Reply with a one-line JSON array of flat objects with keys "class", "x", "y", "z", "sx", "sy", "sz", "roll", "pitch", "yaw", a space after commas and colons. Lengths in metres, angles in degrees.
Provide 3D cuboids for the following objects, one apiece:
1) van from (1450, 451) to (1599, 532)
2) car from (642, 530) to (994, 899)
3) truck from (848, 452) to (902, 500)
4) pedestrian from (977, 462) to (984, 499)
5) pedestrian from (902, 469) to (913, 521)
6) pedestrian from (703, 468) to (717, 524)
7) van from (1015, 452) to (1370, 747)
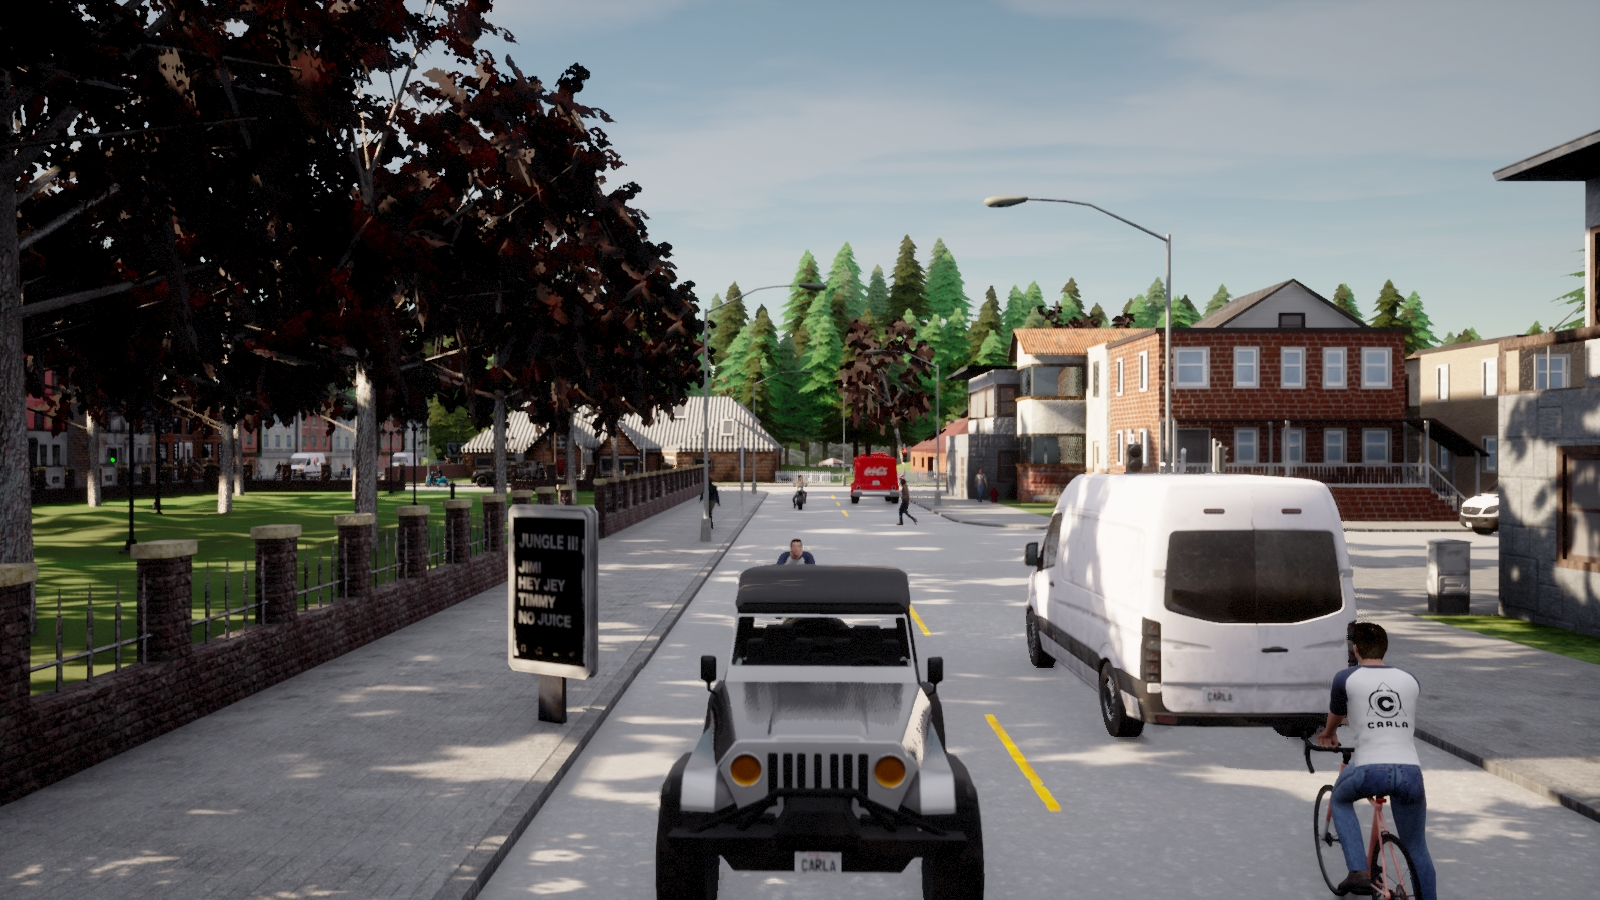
[{"class": "van", "x": 24.712, "y": 1.329, "z": 37.232, "sx": 5.915, "sy": 2.561, "sz": 1.988, "roll": 0, "pitch": 0, "yaw": 0}, {"class": "car", "x": 0.161, "y": 1.641, "z": 8.112, "sx": 1.905, "sy": 1.878, "sz": 3.866, "roll": 0, "pitch": 0, "yaw": 2}, {"class": "truck", "x": 3.969, "y": 1.372, "z": 61.570, "sx": 2.627, "sy": 2.467, "sz": 5.204, "roll": 0, "pitch": 0, "yaw": 1}, {"class": "pedestrian", "x": 9.188, "y": 1.547, "z": 58.132, "sx": 0.375, "sy": 1.860, "sz": 0.375, "roll": 0, "pitch": 0, "yaw": 8}, {"class": "pedestrian", "x": 3.938, "y": 1.645, "z": 41.889, "sx": 0.375, "sy": 1.860, "sz": 0.375, "roll": 0, "pitch": 0, "yaw": 3}, {"class": "pedestrian", "x": -3.020, "y": 1.540, "z": 38.297, "sx": 0.375, "sy": 1.860, "sz": 0.375, "roll": 0, "pitch": 0, "yaw": 15}, {"class": "van", "x": 4.000, "y": 1.321, "z": 12.983, "sx": 1.988, "sy": 2.561, "sz": 5.915, "roll": 0, "pitch": 0, "yaw": 0}]
